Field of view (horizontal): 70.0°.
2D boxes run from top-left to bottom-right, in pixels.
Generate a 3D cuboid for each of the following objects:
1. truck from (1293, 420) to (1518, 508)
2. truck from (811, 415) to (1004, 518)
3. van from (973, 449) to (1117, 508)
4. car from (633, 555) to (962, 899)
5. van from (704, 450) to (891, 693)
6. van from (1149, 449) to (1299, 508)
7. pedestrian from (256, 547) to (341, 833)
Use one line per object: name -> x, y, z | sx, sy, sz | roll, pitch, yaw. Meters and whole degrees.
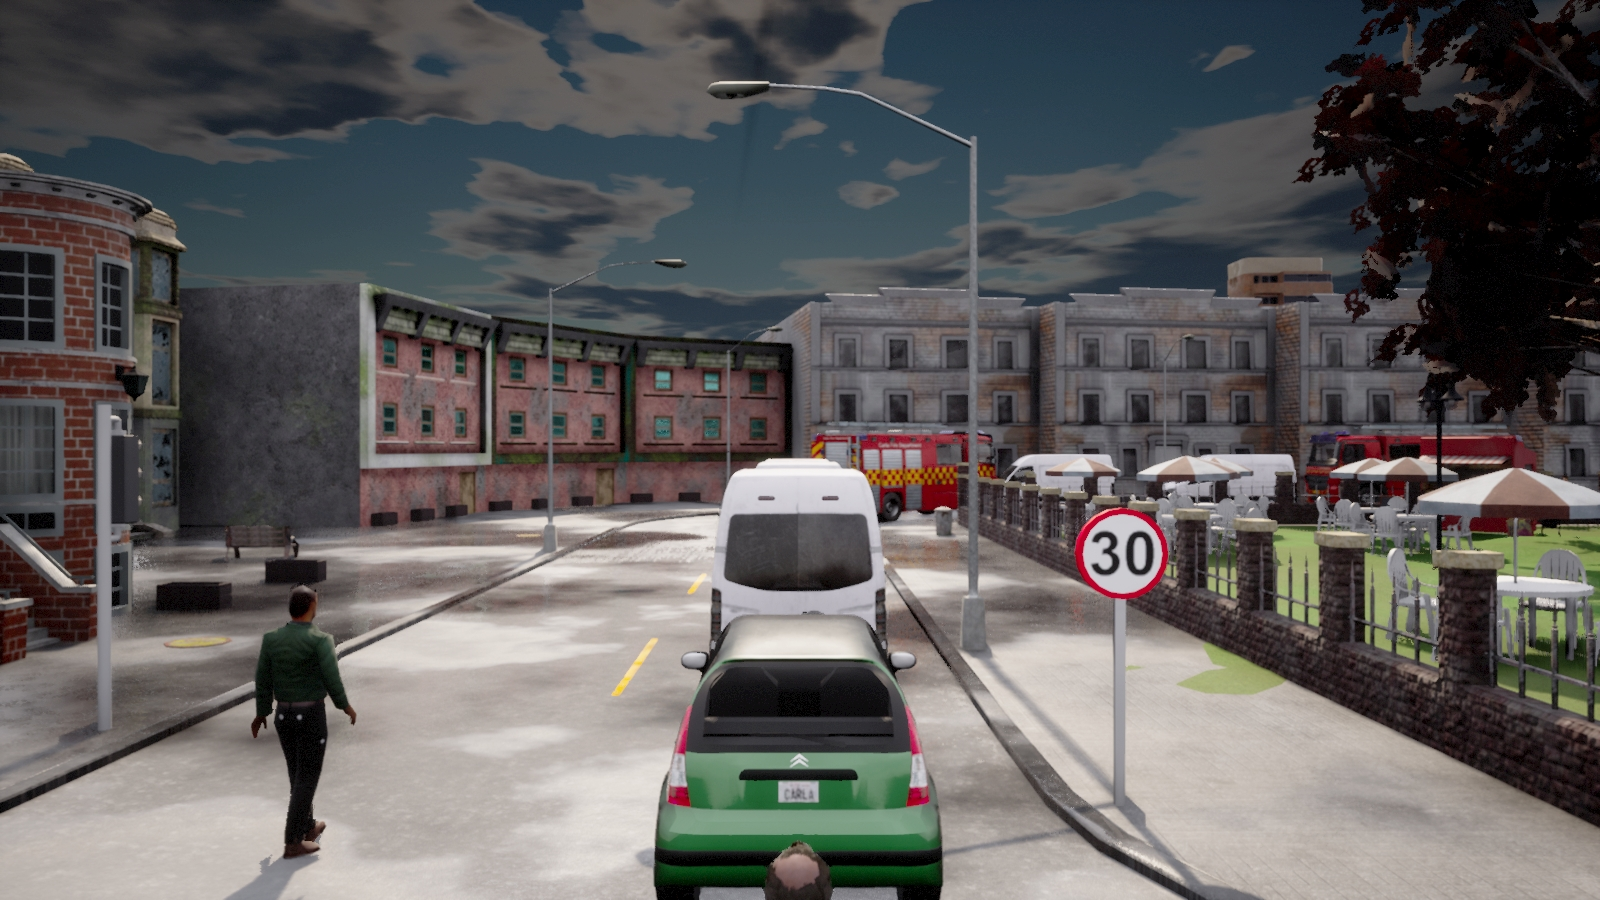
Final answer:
truck -> 26.739, 0.600, 50.715 | 8.468, 3.827, 2.891 | 0, 0, 0
truck -> 4.502, 0.608, 46.249 | 8.468, 3.827, 2.891 | 0, 0, -43
van -> 10.769, 1.245, 50.433 | 5.915, 2.561, 1.988 | 0, 0, 0
car -> -0.015, 1.766, 8.408 | 1.851, 1.617, 3.988 | 0, 0, 0
van -> -0.025, 1.293, 15.109 | 1.988, 2.561, 5.915 | 0, 0, 0
van -> 18.657, 1.245, 50.455 | 5.915, 2.561, 1.988 | 0, 0, 0
pedestrian -> -3.429, 1.616, 7.820 | 0.375, 1.860, 0.375 | 0, 0, 16
